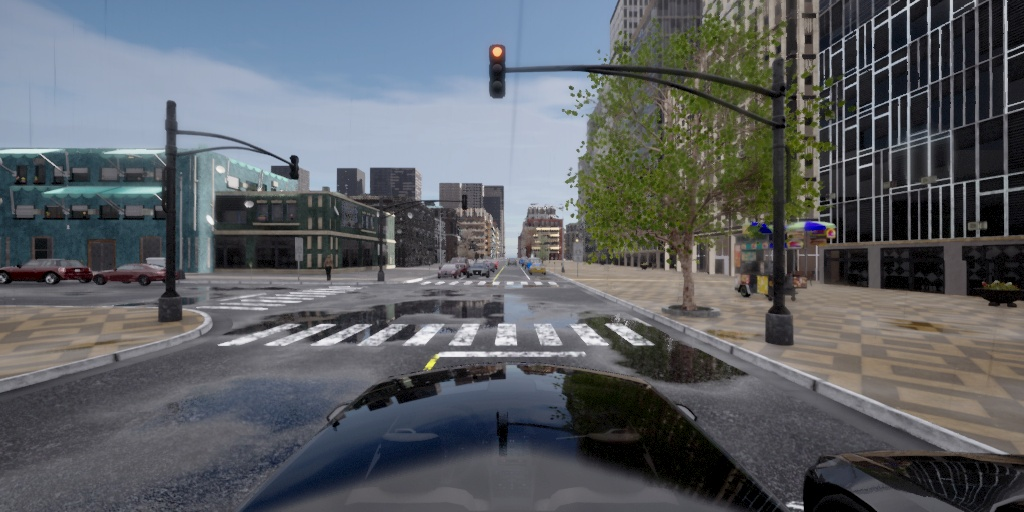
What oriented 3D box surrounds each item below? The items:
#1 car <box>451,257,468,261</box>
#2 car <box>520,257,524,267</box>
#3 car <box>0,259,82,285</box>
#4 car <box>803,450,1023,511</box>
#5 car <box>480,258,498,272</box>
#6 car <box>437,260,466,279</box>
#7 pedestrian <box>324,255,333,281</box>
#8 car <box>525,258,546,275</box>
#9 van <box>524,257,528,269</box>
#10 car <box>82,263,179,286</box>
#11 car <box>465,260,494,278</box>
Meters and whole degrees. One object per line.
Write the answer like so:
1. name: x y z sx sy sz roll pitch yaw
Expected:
1. car: -5.679 1.067 38.460 2.192 1.841 5.009 0 0 0
2. car: 2.706 1.305 55.113 2.007 1.370 4.403 0 0 0
3. car: -28.363 0.879 21.751 4.097 1.591 1.967 0 0 -1
4. car: 2.691 1.316 0.431 1.948 1.339 4.313 0 0 0
5. car: -3.086 1.317 43.782 1.994 1.385 4.181 0 0 0
6. car: -5.680 1.334 32.909 1.802 1.307 4.207 0 0 0
7. pedestrian: -12.742 0.788 24.916 0.375 1.860 0.375 0 -1 -1
8. car: 2.702 1.278 38.630 1.751 1.417 4.829 0 0 0
9. van: 2.703 1.094 44.011 1.690 1.789 3.998 0 0 0
10. car: -22.815 1.090 21.828 4.207 1.307 1.802 0 0 -1
11. car: -3.089 1.316 33.733 1.994 1.385 4.181 0 0 0
